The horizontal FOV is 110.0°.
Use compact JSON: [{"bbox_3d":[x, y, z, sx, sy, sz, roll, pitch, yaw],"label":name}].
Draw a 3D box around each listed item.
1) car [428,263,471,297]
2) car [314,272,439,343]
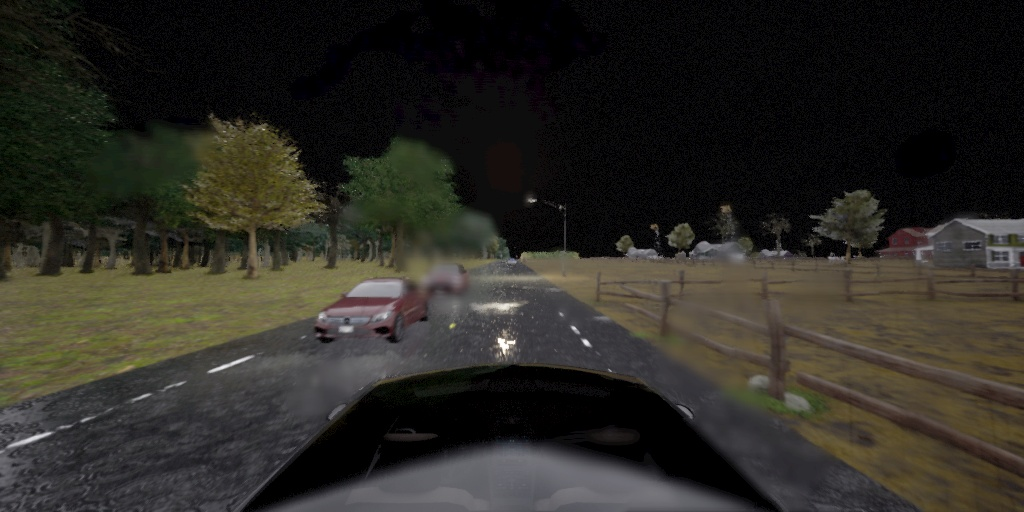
[{"bbox_3d":[-3.493,1.207,19.723,2.097,1.767,4.553,0,0,0],"label":"car"},{"bbox_3d":[-3.514,1.325,9.981,1.812,1.442,4.674,0,-1,1],"label":"car"}]
